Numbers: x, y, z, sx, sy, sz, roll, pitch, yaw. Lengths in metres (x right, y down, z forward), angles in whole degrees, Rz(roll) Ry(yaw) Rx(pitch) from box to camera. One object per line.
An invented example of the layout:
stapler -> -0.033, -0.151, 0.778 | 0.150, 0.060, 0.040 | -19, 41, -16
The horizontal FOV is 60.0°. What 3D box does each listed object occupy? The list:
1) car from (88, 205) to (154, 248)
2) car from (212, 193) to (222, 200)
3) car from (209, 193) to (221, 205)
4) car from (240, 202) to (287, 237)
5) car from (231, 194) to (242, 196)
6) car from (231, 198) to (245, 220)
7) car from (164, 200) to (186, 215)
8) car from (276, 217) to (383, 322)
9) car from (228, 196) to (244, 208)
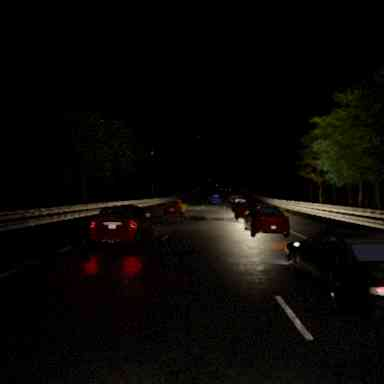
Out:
car -> -3.024, 1.382, 15.075 | 2.097, 1.767, 4.553 | 0, 0, 2
car -> 6.026, 1.004, 79.348 | 2.128, 1.511, 4.902 | 0, 2, 6
car -> 4.111, 1.527, 60.669 | 1.882, 1.535, 5.008 | 0, 1, 6
car -> 3.982, 1.526, 18.253 | 1.882, 1.535, 5.008 | 0, 0, 3
car -> 6.728, 1.363, 50.706 | 2.150, 2.045, 5.566 | 0, 0, 6
car -> 4.658, 1.570, 28.997 | 1.882, 1.535, 5.008 | 0, 0, 4
car -> -1.736, 1.589, 34.922 | 1.882, 1.535, 5.008 | 0, 0, 5
car -> 3.594, 1.553, 7.493 | 2.033, 1.411, 5.357 | 0, 0, 1
car -> 5.620, 1.629, 39.739 | 2.128, 1.511, 4.902 | 0, 0, 6
